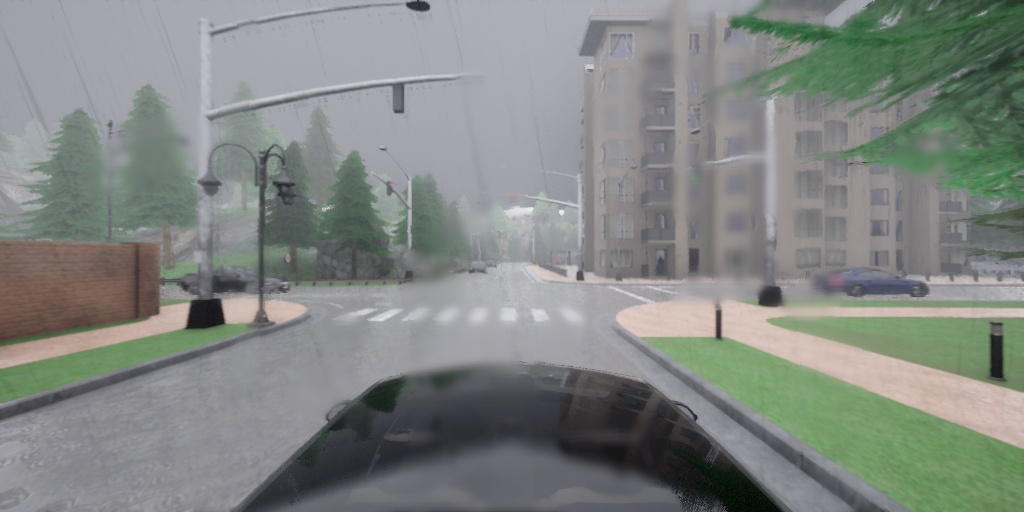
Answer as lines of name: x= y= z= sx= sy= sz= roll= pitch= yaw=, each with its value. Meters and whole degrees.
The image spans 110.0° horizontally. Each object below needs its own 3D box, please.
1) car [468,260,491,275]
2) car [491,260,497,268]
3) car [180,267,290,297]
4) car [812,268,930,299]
car: x=-3.749 y=1.283 z=40.103 sx=1.837 sy=1.490 sz=4.892 roll=0 pitch=0 yaw=1
car: x=-3.516 y=1.348 z=59.758 sx=1.994 sy=1.385 sz=4.181 roll=0 pitch=0 yaw=1
car: x=-14.046 y=1.310 z=18.380 sx=4.902 sy=1.511 sz=2.128 roll=1 pitch=0 yaw=1
car: x=17.587 y=1.319 z=17.741 sx=4.674 sy=1.442 sz=1.812 roll=0 pitch=0 yaw=1
